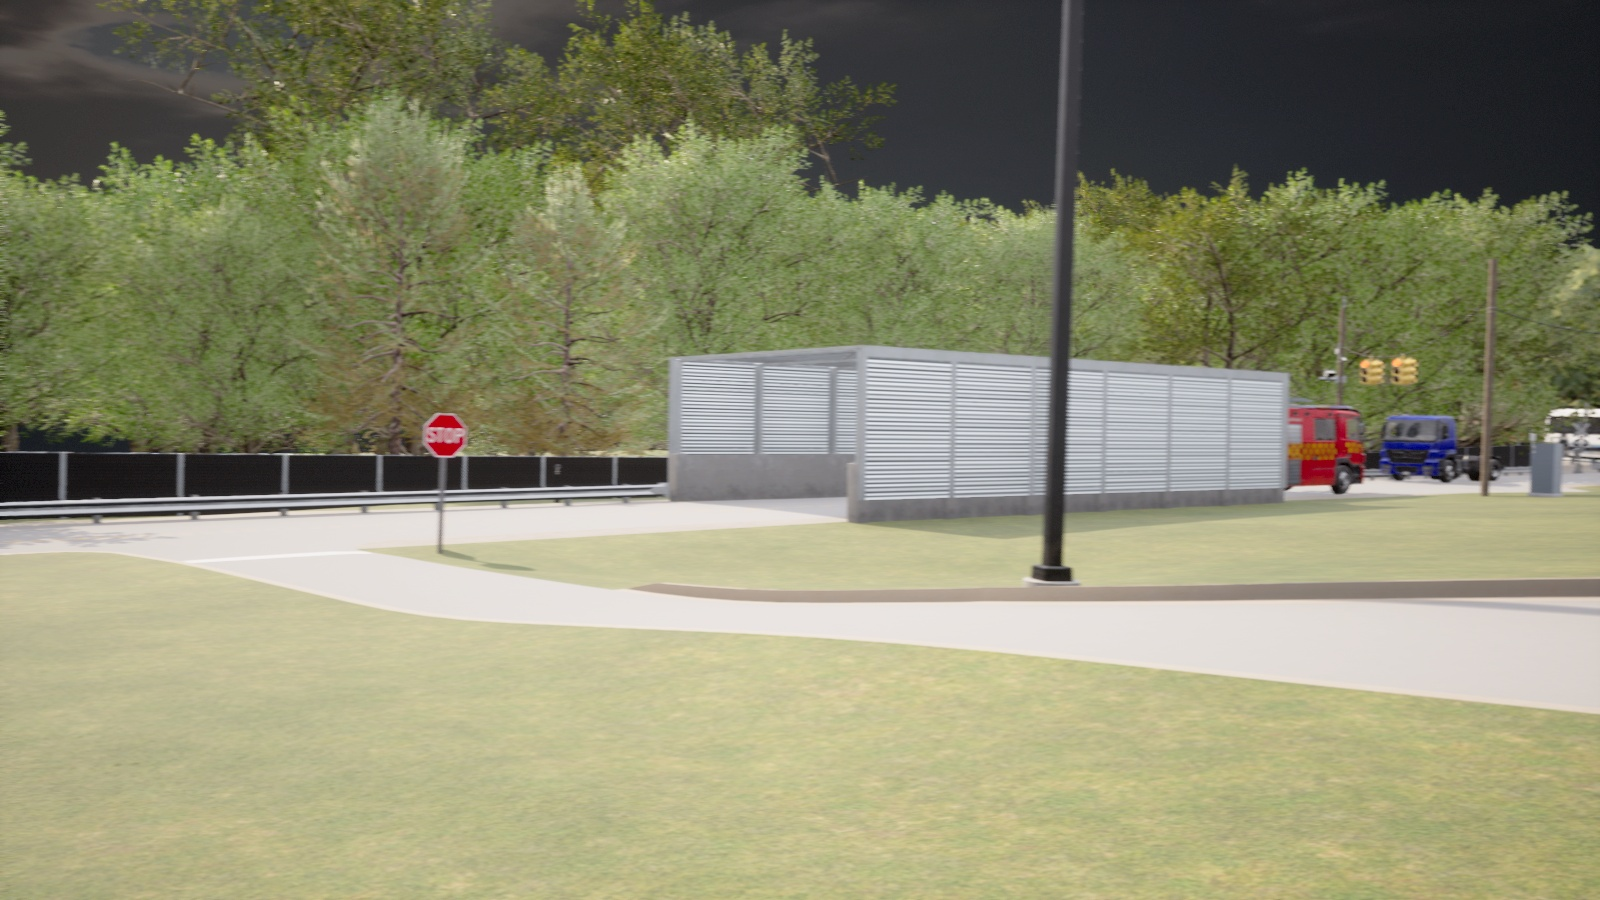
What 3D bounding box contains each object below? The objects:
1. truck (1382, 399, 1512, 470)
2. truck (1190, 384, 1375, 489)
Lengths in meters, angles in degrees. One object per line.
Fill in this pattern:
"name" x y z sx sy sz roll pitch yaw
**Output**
"truck" 33.623 -0.860 65.127 7.936 3.462 2.891 -1 1 -37
"truck" 19.144 -0.602 49.515 8.468 3.827 2.891 -1 2 -39
